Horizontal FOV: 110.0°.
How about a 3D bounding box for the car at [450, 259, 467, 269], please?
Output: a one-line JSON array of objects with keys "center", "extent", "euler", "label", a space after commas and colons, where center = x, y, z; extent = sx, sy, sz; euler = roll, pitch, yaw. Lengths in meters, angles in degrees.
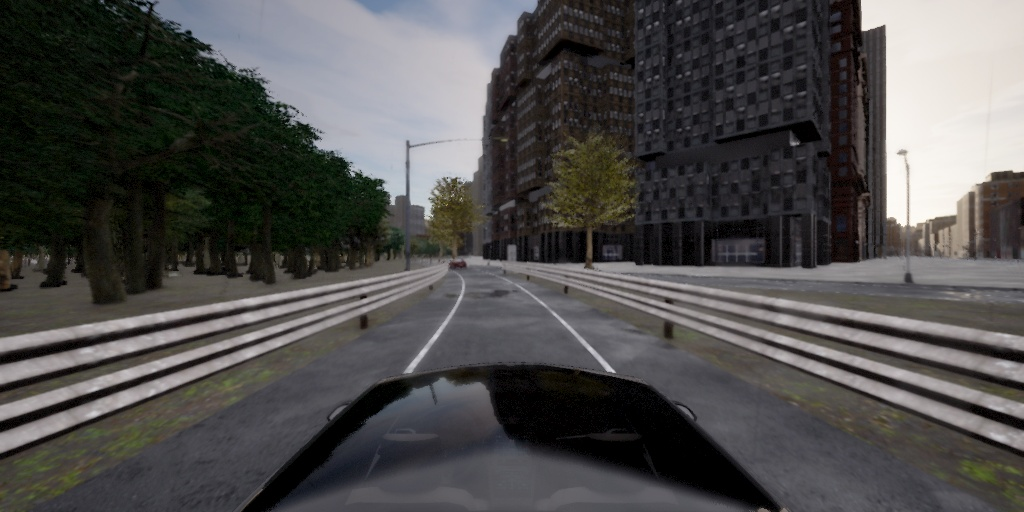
[{"center": [-7.966, 1.114, 53.100], "extent": [1.882, 1.535, 5.008], "euler": [0, 0, -19], "label": "car"}]
